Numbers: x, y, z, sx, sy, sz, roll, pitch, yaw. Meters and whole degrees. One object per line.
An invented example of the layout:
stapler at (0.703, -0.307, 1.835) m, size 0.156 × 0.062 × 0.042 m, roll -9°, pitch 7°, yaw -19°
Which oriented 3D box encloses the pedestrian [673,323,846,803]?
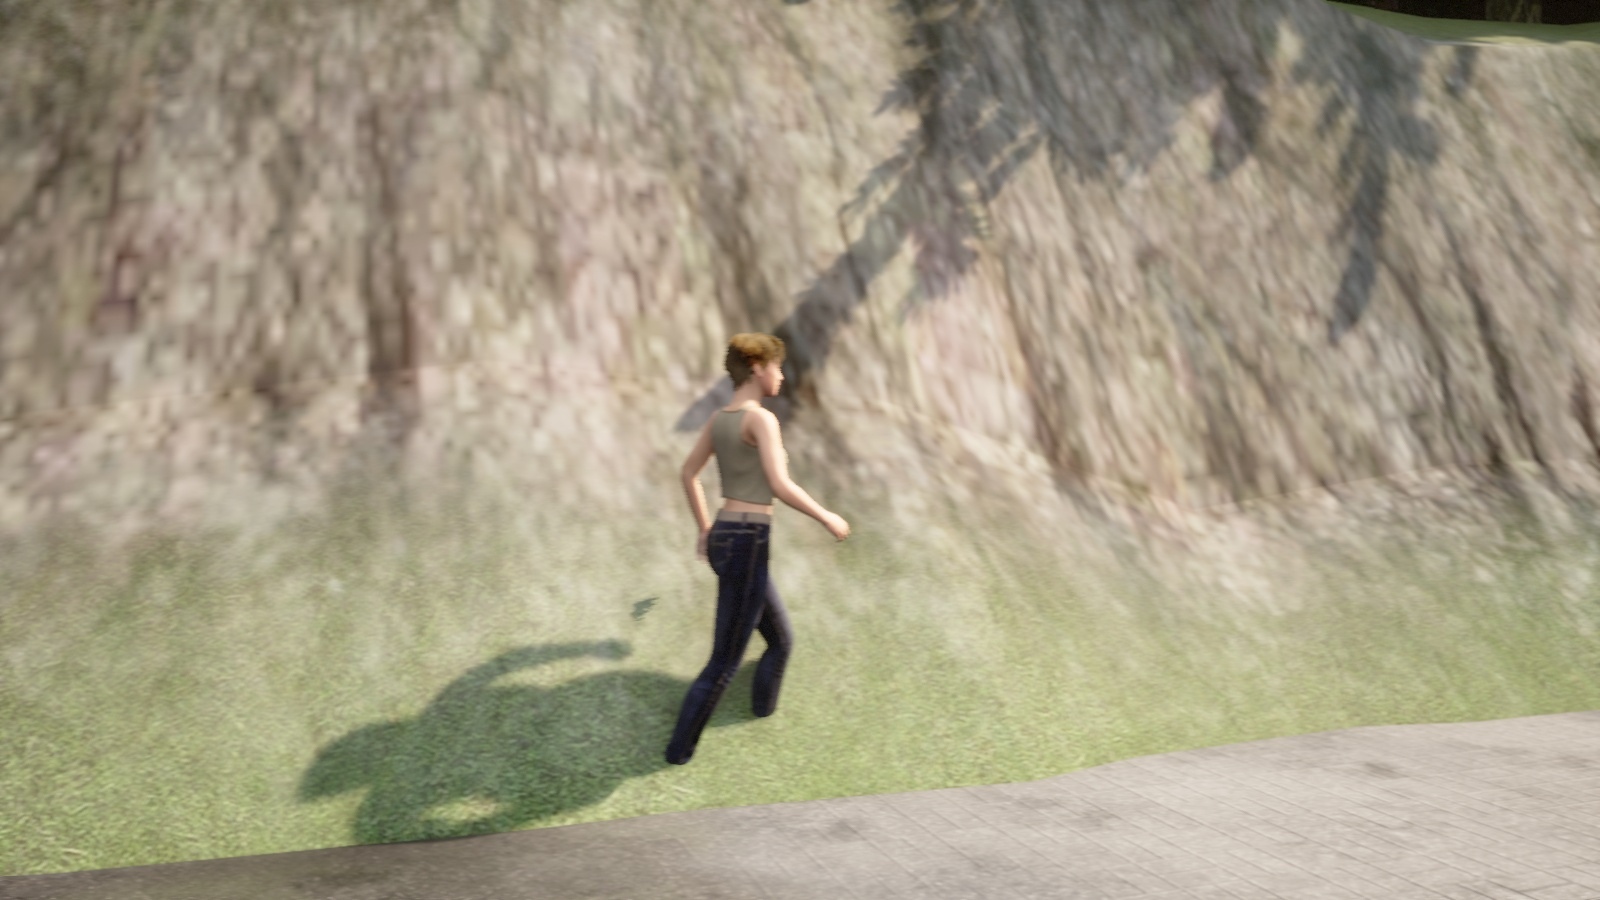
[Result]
pedestrian at (-0.165, 0.427, 5.051) m, size 0.594 × 1.836 × 0.345 m, roll -1°, pitch 1°, yaw -21°
